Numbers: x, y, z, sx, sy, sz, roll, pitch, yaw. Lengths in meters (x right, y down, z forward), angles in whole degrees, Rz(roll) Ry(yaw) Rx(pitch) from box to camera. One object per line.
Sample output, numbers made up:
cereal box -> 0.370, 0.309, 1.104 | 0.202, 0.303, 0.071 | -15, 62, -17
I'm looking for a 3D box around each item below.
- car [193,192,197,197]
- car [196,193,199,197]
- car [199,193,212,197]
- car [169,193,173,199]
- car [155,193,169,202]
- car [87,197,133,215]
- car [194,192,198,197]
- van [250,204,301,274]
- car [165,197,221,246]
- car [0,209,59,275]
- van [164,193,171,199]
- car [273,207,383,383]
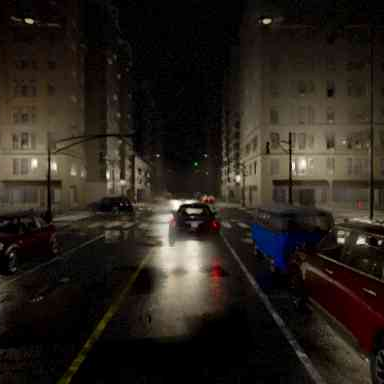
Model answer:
car -> 1.994, 1.282, 82.221 | 1.887, 1.381, 4.507 | 0, 0, -1
car -> 2.359, 1.353, 65.265 | 1.802, 1.307, 4.206 | 0, 0, -1
car -> 2.601, 1.245, 53.957 | 1.967, 1.590, 4.097 | 0, 0, -1
car -> -6.529, 1.054, 82.052 | 2.192, 1.841, 5.009 | 0, 0, -1
car -> -6.164, 1.213, 65.090 | 1.967, 1.590, 4.097 | 0, 0, -1
car -> -8.094, 1.227, 32.568 | 4.553, 1.767, 2.097 | 0, 1, 25
car -> 2.116, 1.324, 76.568 | 1.802, 1.307, 4.206 | 0, 0, -1
van -> 2.863, 1.299, 10.067 | 1.690, 1.788, 3.998 | 0, 0, 0
car -> 0.103, 1.291, 14.975 | 2.097, 1.767, 4.553 | 0, 0, 0
car -> -5.663, 1.399, 10.066 | 1.967, 1.590, 4.097 | 0, 0, 0
van -> -6.772, 1.076, 93.363 | 1.690, 1.788, 3.998 | 0, 0, -1
car -> 2.860, 1.296, 4.543 | 2.192, 1.841, 5.009 | 0, 0, 0
